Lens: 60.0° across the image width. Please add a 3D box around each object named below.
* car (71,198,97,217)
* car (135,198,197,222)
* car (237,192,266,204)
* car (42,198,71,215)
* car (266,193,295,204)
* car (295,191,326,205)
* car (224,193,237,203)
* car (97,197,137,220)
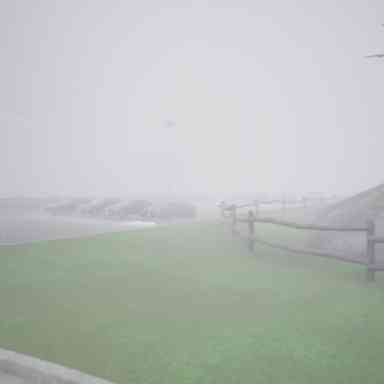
[{"bbox_3d":[-7.148,1.189,27.359,1.812,1.442,4.674,0,1,40],"label":"car"},{"bbox_3d":[-1.538,1.258,23.162,1.994,1.385,4.181,0,1,40],"label":"car"},{"bbox_3d":[8.771,0.825,45.961,1.882,1.535,5.008,0,1,41],"label":"car"},{"bbox_3d":[-10.155,1.198,29.240,2.033,1.411,5.357,0,1,40],"label":"car"},{"bbox_3d":[12.397,0.839,44.797,2.128,1.511,4.902,0,1,41],"label":"car"},{"bbox_3d":[15.679,0.705,43.234,2.097,1.767,4.553,0,1,41],"label":"car"},{"bbox_3d":[6.503,0.846,48.687,1.812,1.442,4.674,0,1,41],"label":"car"},{"bbox_3d":[-4.460,1.207,25.115,1.812,1.442,4.674,0,1,40],"label":"car"}]
